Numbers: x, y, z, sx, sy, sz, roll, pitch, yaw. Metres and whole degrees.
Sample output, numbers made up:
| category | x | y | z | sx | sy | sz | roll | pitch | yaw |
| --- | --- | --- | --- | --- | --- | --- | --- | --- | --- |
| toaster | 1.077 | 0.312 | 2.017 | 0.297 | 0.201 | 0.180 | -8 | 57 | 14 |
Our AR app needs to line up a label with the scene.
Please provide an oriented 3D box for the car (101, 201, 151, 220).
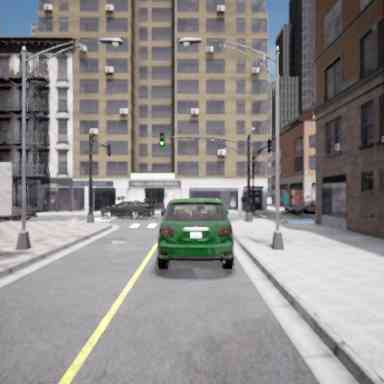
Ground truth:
| category | x | y | z | sx | sy | sz | roll | pitch | yaw |
| --- | --- | --- | --- | --- | --- | --- | --- | --- | --- |
| car | -5.551 | 1.519 | 28.521 | 4.892 | 1.490 | 1.837 | -1 | -4 | 26 |

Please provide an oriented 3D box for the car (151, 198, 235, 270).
| category | x | y | z | sx | sy | sz | roll | pitch | yaw |
| --- | --- | --- | --- | --- | --- | --- | --- | --- | --- |
| car | 0.105 | 1.210 | 11.176 | 2.150 | 2.045 | 5.566 | 0 | 0 | 0 |

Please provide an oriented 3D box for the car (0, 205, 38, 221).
| category | x | y | z | sx | sy | sz | roll | pitch | yaw |
| --- | --- | --- | --- | --- | --- | --- | --- | --- | --- |
| car | -15.202 | 1.636 | 26.426 | 5.357 | 1.411 | 2.033 | 0 | 0 | 3 |

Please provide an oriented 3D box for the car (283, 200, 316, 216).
| category | x | y | z | sx | sy | sz | roll | pitch | yaw |
| --- | --- | --- | --- | --- | --- | --- | --- | --- | --- |
| car | 11.047 | 1.416 | 29.918 | 5.357 | 1.411 | 2.033 | -1 | 0 | -1 |
